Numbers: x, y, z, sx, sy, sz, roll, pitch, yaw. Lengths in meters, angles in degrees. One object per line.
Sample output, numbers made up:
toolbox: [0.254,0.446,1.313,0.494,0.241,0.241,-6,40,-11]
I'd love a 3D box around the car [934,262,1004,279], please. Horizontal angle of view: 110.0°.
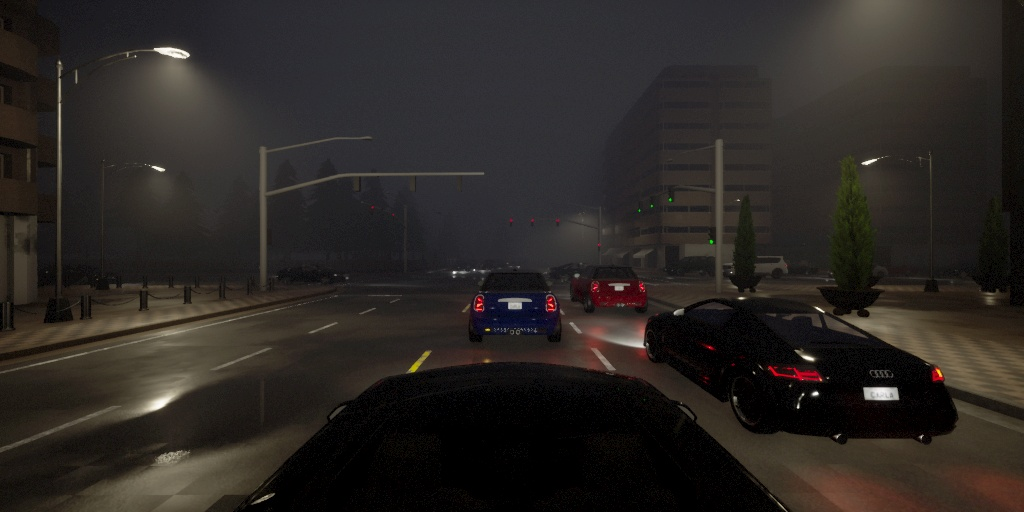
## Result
car: [42.130,1.283,33.091,5.008,1.535,1.882,0,0,0]

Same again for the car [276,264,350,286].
car: [-13.966,1.295,25.309,4.902,1.511,2.128,0,0,6]

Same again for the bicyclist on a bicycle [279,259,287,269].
bicyclist on a bicycle: [-25.611,1.106,40.135,0.582,1.620,1.656,0,0,0]

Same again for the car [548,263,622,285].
car: [5.117,1.250,25.771,4.902,1.511,2.128,0,0,0]

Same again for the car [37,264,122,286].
car: [-30.966,1.310,25.631,4.892,1.490,1.837,0,0,0]

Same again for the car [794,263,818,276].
car: [28.181,1.406,36.557,4.718,1.301,1.895,0,0,0]

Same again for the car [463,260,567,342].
car: [0.083,1.102,9.923,2.097,1.767,4.553,0,0,0]

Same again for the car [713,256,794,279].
car: [22.169,1.027,33.036,5.566,2.045,2.150,0,0,0]

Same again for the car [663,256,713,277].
car: [18.422,1.027,36.521,5.566,2.045,2.150,0,0,0]

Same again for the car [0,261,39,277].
car: [-51.654,1.297,36.252,4.902,1.511,2.128,0,0,0]

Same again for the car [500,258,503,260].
car: [-2.023,1.297,62.041,2.033,1.411,5.357,0,0,14]

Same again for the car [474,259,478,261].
car: [-6.246,1.255,57.557,1.837,1.490,4.892,0,0,7]

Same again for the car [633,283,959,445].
car: [3.607,1.314,5.510,1.994,1.385,4.181,0,0,0]

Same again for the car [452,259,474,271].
car: [-6.859,1.314,48.668,1.994,1.385,4.181,0,0,2]

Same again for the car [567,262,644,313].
car: [3.606,1.102,14.151,2.097,1.767,4.553,0,0,0]

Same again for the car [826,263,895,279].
car: [31.806,1.331,33.068,4.674,1.442,1.812,0,0,0]

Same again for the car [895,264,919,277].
car: [38.227,1.406,36.588,4.718,1.301,1.895,0,0,0]

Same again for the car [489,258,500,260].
car: [-3.218,1.255,52.332,1.837,1.490,4.892,0,0,3]
